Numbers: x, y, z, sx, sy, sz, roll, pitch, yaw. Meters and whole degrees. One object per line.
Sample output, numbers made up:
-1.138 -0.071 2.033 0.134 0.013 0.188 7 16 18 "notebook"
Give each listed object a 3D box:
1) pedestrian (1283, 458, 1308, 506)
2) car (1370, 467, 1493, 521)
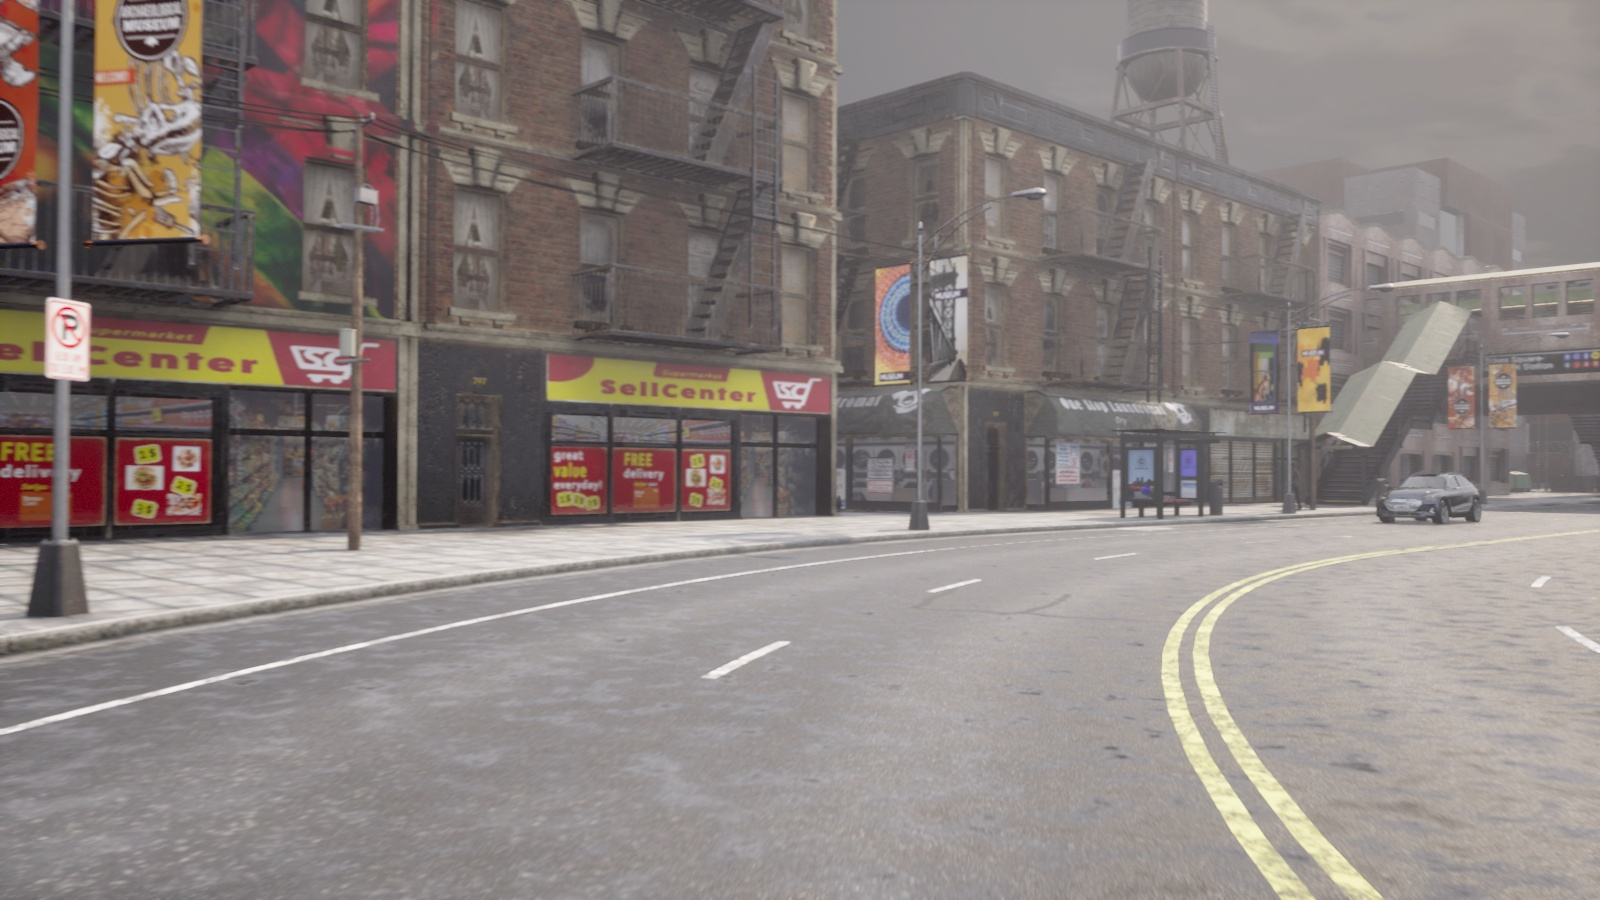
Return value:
18.796 1.217 47.661 0.869 1.805 0.328 0 -1 -17 "pedestrian"
20.489 1.369 40.672 4.856 1.649 2.033 1 -1 -44 "car"
